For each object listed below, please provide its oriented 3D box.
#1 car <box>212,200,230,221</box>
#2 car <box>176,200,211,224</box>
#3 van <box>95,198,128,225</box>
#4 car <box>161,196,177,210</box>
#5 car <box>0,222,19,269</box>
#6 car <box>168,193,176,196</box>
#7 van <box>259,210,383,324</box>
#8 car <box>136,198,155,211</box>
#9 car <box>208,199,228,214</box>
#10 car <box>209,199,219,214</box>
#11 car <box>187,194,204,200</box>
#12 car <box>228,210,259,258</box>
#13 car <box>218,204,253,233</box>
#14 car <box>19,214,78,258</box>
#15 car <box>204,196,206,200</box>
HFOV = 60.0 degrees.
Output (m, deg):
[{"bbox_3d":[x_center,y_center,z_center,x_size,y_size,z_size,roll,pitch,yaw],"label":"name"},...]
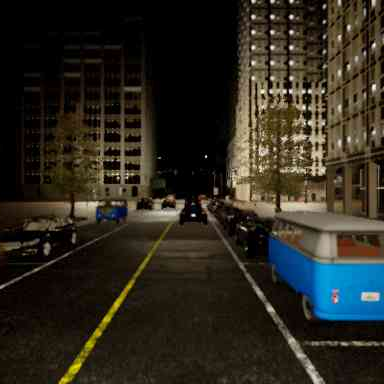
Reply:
[{"bbox_3d":[2.697,1.522,24.045,1.752,1.417,4.829,0,0,0],"label":"car"},{"bbox_3d":[0.104,1.561,24.693,1.994,1.385,4.181,0,0,0],"label":"car"},{"bbox_3d":[-5.683,1.338,23.876,1.690,1.788,3.998,0,0,0],"label":"van"},{"bbox_3d":[-2.992,1.602,43.428,1.895,1.301,4.718,0,0,0],"label":"car"},{"bbox_3d":[-5.687,1.526,6.701,1.752,1.417,4.829,0,0,0],"label":"car"},{"bbox_3d":[-5.765,1.333,90.144,1.967,1.590,4.097,0,0,0],"label":"car"},{"bbox_3d":[2.693,1.342,6.869,1.690,1.788,3.998,0,0,0],"label":"van"},{"bbox_3d":[-5.680,1.424,40.881,1.967,1.590,4.097,0,0,0],"label":"car"},{"bbox_3d":[2.699,1.514,35.384,1.752,1.417,4.829,0,0,0],"label":"car"},{"bbox_3d":[2.698,1.544,29.543,2.008,1.369,4.403,0,0,0],"label":"car"},{"bbox_3d":[0.107,1.335,40.796,2.097,1.767,4.553,0,0,0],"label":"car"},{"bbox_3d":[2.694,1.566,12.538,1.947,1.339,4.313,0,0,0],"label":"car"},{"bbox_3d":[2.695,1.565,18.206,1.947,1.339,4.313,0,0,0],"label":"car"},{"bbox_3d":[-5.686,1.551,12.538,2.008,1.369,4.403,0,0,0],"label":"car"},{"bbox_3d":[2.700,1.534,40.881,2.008,1.369,4.403,0,0,0],"label":"car"}]
